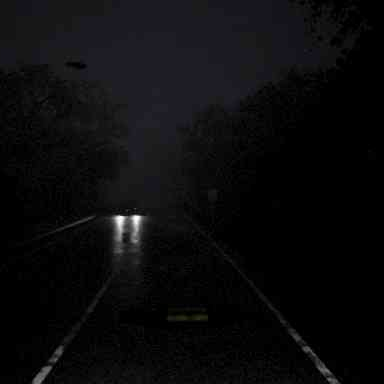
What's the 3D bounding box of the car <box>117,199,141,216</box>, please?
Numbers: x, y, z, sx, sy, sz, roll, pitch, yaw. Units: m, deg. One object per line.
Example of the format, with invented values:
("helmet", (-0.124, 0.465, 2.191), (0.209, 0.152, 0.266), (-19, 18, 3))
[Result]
("car", (-6.051, 1.435, 32.201), (1.837, 1.490, 4.892), (0, 0, -5))
